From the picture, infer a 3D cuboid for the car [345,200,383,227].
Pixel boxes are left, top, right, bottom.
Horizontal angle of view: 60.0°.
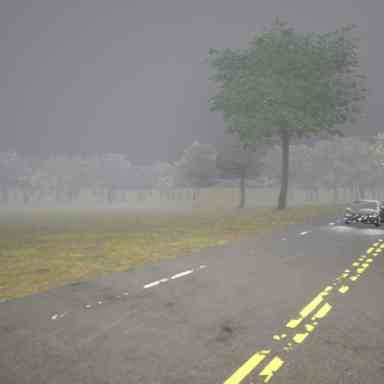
[{"bbox_3d":[11.219,1.301,21.381,1.837,1.490,4.892,1,1,36],"label":"car"}]
